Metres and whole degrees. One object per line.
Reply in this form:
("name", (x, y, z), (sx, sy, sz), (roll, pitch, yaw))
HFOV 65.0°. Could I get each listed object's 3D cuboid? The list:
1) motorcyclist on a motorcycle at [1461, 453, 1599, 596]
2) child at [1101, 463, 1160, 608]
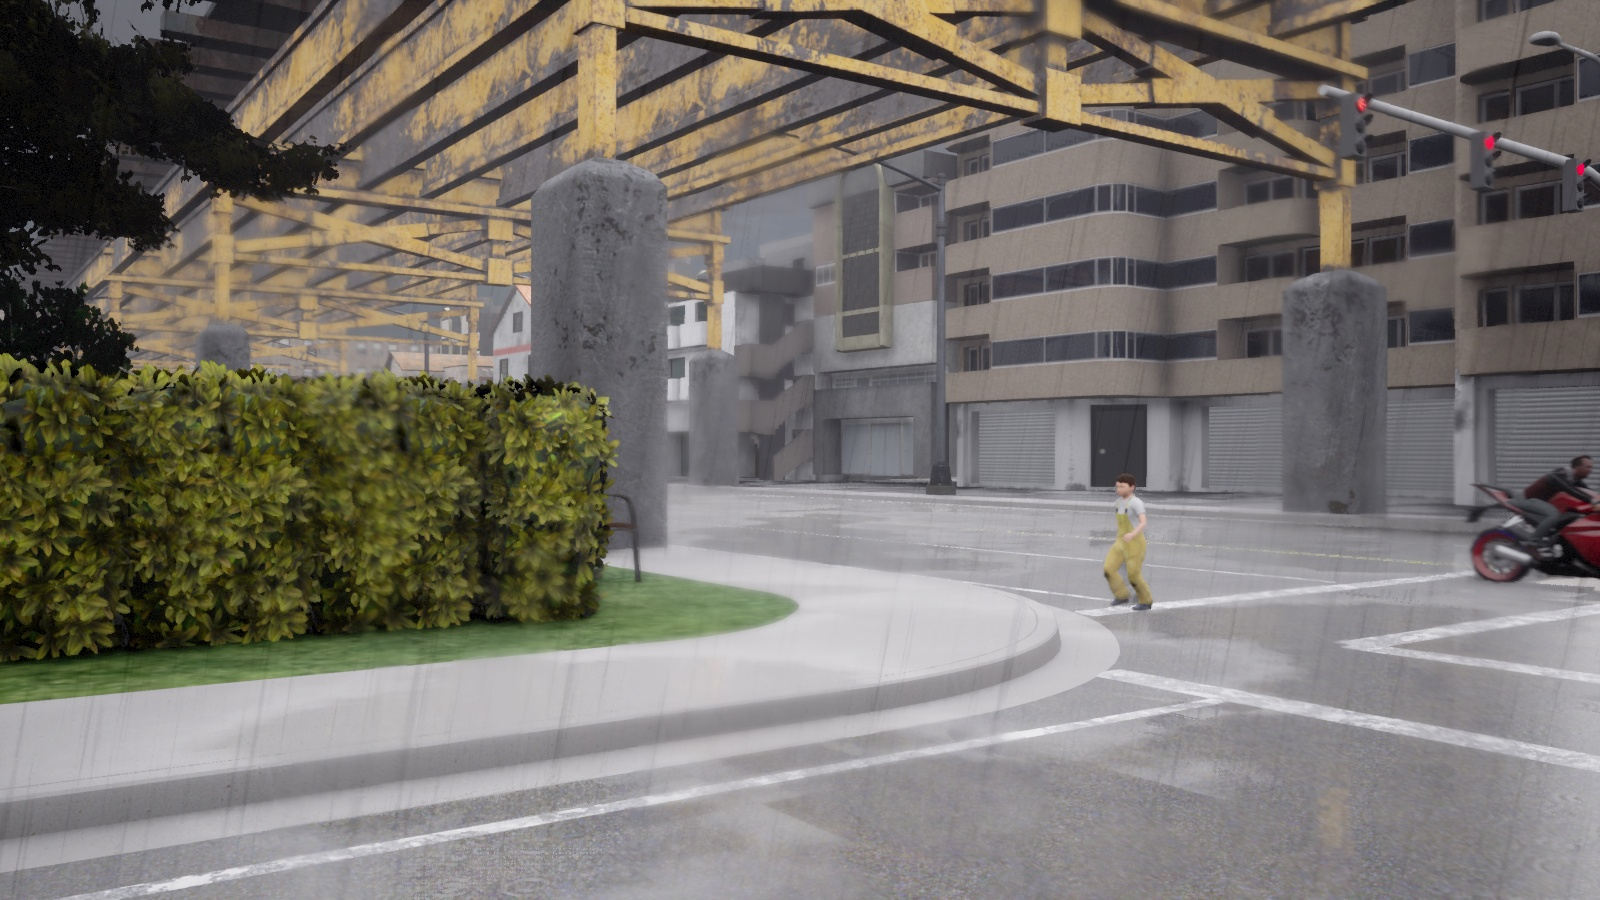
("motorcyclist on a motorcycle", (8.671, 0.796, 13.942), (0.866, 1.530, 2.191), (0, 0, -35))
("child", (2.953, 0.748, 11.212), (0.437, 1.263, 0.270), (0, 0, -28))
